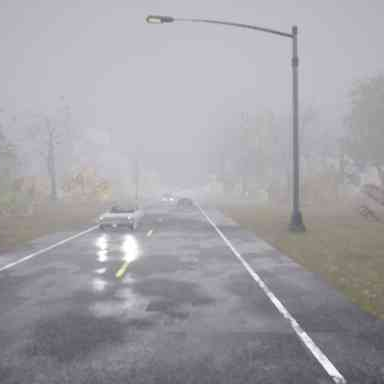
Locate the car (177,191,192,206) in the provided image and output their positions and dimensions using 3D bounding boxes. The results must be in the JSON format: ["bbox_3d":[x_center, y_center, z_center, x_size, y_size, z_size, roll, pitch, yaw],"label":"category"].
[{"bbox_3d":[-0.937,0.996,43.443,1.812,1.442,4.674,-1,1,-1],"label":"car"}]

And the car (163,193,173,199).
[{"bbox_3d":[-5.158,0.765,71.446,1.895,1.301,4.718,-1,1,-1],"label":"car"}]

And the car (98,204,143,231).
[{"bbox_3d":[-4.038,1.413,19.419,1.895,1.301,4.718,-1,1,-1],"label":"car"}]

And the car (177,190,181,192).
[{"bbox_3d":[-1.380,0.764,62.165,1.812,1.442,4.674,-1,1,-1],"label":"car"}]
